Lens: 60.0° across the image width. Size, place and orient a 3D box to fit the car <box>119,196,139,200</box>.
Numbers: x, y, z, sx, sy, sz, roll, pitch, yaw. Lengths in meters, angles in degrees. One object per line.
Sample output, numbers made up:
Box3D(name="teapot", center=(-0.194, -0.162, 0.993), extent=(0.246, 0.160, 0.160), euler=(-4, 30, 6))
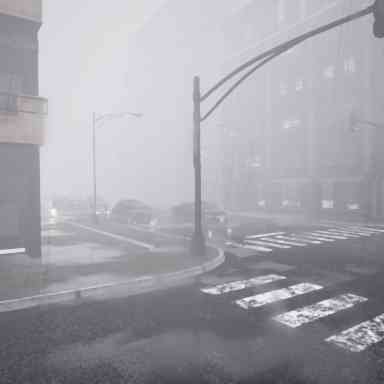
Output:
Box3D(name="car", center=(-5.477, 1.374, 30.537), extent=(1.882, 1.535, 5.008), euler=(-1, 1, -35))

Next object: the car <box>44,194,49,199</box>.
Box3D(name="car", center=(-34.979, 1.076, 83.342), extent=(1.752, 1.417, 4.829), euler=(-1, 1, -35))

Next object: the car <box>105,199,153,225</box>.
Box3D(name="car", center=(-4.401, 1.509, 24.210), extent=(1.887, 1.381, 4.507), euler=(-1, 1, -35))

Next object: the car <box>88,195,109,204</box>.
Box3D(name="car", center=(-15.577, 1.217, 55.306), extent=(1.752, 1.417, 4.829), euler=(-1, 1, -35))

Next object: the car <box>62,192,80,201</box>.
Box3D(name="car", center=(-25.183, 0.936, 69.182), extent=(2.192, 1.841, 5.009), euler=(-1, 1, -35))

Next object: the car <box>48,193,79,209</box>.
Box3D(name="car", center=(-15.901, 1.313, 41.051), extent=(1.967, 1.590, 4.097), euler=(-1, 1, -35))

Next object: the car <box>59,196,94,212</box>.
Box3D(name="car", center=(-12.667, 1.449, 36.379), extent=(2.008, 1.369, 4.403), euler=(-1, 1, -35))

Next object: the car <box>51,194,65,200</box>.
Box3D(name="car", center=(-31.649, 1.125, 78.530), extent=(2.008, 1.369, 4.403), euler=(-1, 1, -35))

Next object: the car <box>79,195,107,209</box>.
Box3D(name="car", center=(-11.478, 1.397, 39.221), extent=(2.033, 1.411, 5.357), euler=(-1, 1, -35))

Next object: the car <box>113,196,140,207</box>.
Box3D(name="car", center=(-9.109, 1.267, 45.961), extent=(1.752, 1.417, 4.829), euler=(-1, 1, -35))

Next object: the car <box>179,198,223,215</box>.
Box3D(name="car", center=(0.773, 1.360, 31.866), extent=(1.887, 1.381, 4.507), euler=(-1, 1, -35))

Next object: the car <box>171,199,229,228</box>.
Box3D(name="car", center=(0.408, 1.434, 22.031), extent=(2.128, 1.511, 4.902), euler=(-1, 1, -35))
